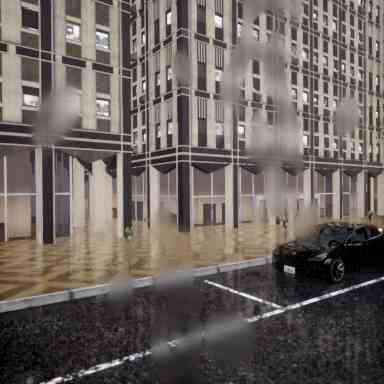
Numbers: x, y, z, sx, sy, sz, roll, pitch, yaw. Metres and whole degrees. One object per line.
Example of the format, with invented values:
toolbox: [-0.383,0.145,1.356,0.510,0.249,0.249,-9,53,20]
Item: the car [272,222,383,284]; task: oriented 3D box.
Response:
car: [4.206,1.564,9.570,4.313,1.339,1.947,0,-1,-36]
